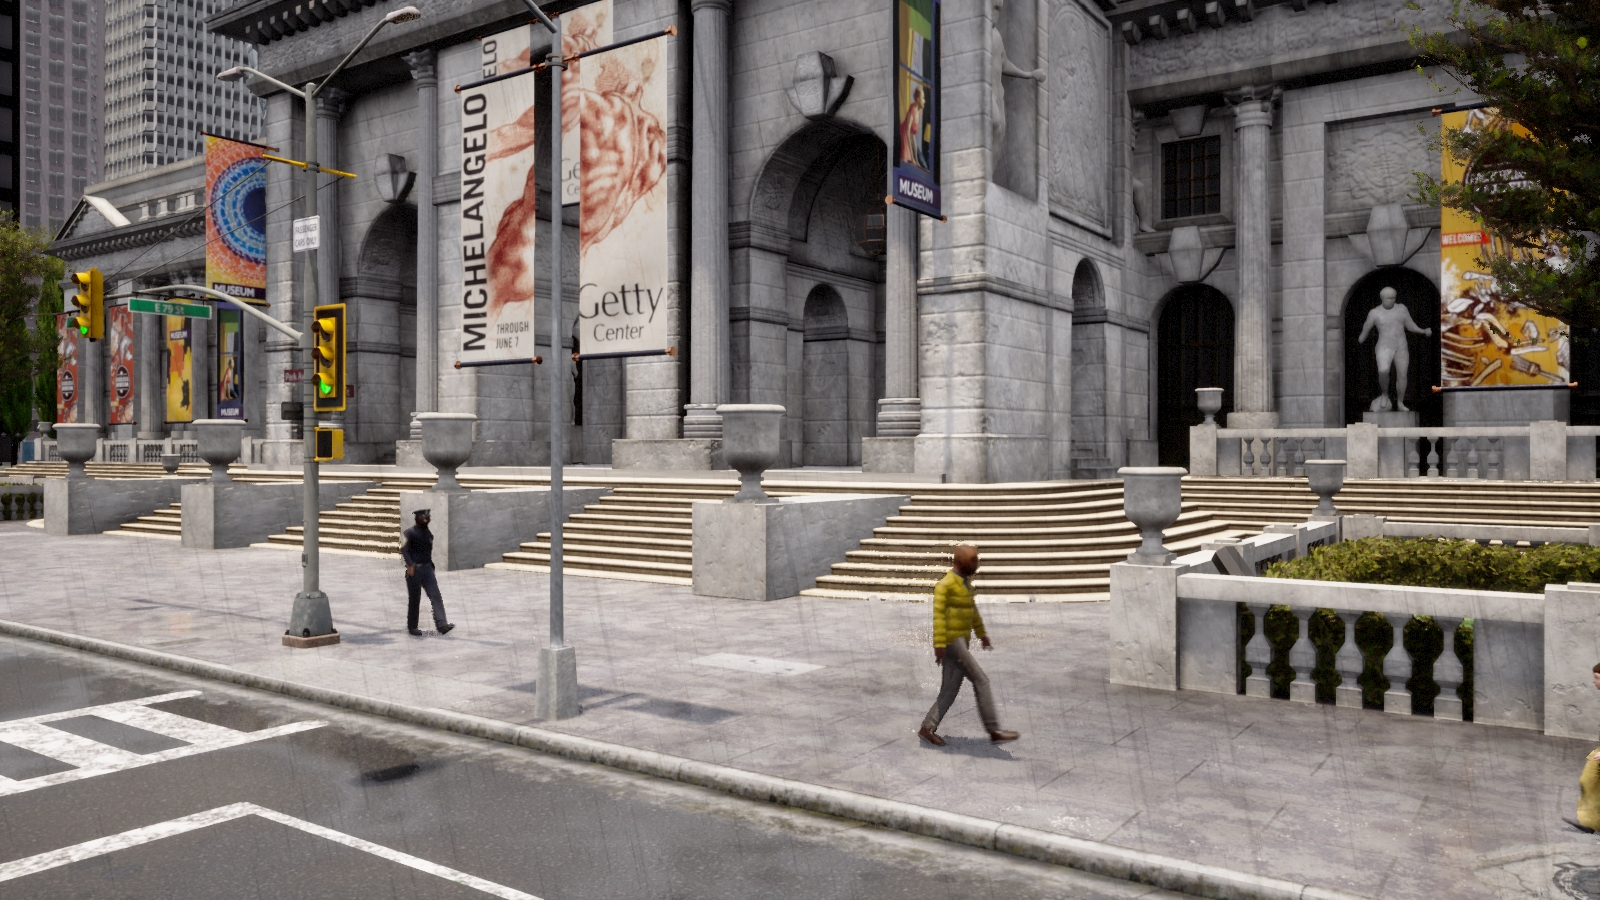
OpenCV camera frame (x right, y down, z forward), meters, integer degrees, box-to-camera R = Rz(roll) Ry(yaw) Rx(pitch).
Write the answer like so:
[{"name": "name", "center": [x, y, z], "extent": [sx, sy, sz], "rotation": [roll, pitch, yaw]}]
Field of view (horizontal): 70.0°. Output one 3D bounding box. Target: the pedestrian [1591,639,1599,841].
[{"name": "pedestrian", "center": [5.599, 1.976, 7.738], "extent": [0.375, 1.300, 0.375], "rotation": [0, 0, 32]}]

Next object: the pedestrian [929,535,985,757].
[{"name": "pedestrian", "center": [1.378, 1.695, 10.014], "extent": [0.375, 1.860, 0.375], "rotation": [0, 0, 31]}]

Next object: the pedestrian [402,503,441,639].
[{"name": "pedestrian", "center": [-5.332, 1.691, 16.088], "extent": [0.375, 1.860, 0.375], "rotation": [0, 0, 37]}]
